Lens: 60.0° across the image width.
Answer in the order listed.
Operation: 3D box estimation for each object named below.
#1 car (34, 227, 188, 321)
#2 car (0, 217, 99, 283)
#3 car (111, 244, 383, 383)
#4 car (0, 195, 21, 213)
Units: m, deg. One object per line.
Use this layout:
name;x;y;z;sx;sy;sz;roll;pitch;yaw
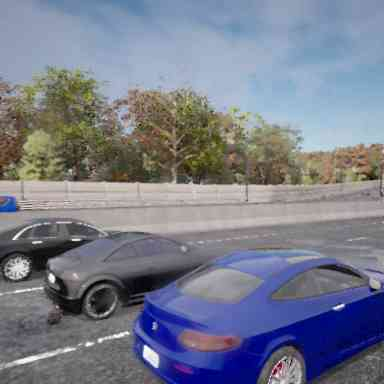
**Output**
car;-0.965;1.566;7.353;4.181;1.385;1.994;0;0;-35
car;-3.682;1.506;9.716;4.892;1.490;1.837;0;0;-35
car;1.452;1.528;4.782;4.674;1.442;1.812;0;0;-35
car;-13.425;1.221;20.209;5.566;2.045;2.150;0;0;-35
